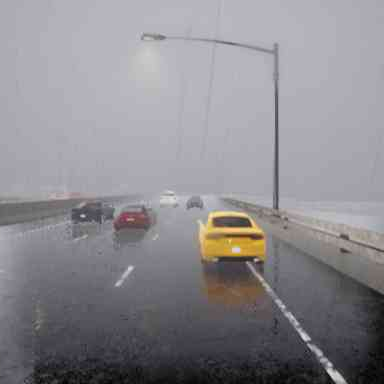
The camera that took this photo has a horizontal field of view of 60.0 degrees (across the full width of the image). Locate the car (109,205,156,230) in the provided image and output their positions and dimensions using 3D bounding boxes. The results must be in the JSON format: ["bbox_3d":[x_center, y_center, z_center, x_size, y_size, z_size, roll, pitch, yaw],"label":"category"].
[{"bbox_3d":[-3.354,1.467,20.168,1.994,1.385,4.181,0,0,0],"label":"car"}]

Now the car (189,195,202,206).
[{"bbox_3d":[0.532,1.256,49.934,1.882,1.535,5.008,0,0,2],"label":"car"}]

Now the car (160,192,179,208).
[{"bbox_3d":[-2.995,1.017,45.081,2.150,2.045,5.566,0,0,1],"label":"car"}]

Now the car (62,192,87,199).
[{"bbox_3d":[-20.292,0.979,58.716,2.150,2.045,5.566,0,0,2],"label":"car"}]

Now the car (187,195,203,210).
[{"bbox_3d":[0.381,1.418,39.737,1.895,1.301,4.718,0,0,1],"label":"car"}]

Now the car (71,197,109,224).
[{"bbox_3d":[-6.829,1.366,23.392,1.882,1.535,5.008,0,0,1],"label":"car"}]

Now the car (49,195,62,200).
[{"bbox_3d":[-23.769,1.235,59.298,1.882,1.535,5.008,0,0,2],"label":"car"}]

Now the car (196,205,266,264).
[{"bbox_3d":[1.218,1.420,11.571,1.882,1.535,5.008,0,0,0],"label":"car"}]
